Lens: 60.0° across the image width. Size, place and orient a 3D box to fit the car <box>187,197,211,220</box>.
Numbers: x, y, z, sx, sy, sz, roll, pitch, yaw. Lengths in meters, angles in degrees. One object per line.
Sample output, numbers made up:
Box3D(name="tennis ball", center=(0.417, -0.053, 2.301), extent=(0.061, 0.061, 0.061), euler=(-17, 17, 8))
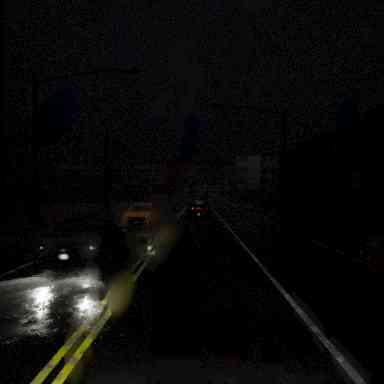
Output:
Box3D(name="car", center=(0.588, 1.481, 27.953), extent=(2.128, 1.511, 4.902), euler=(0, 0, 1))

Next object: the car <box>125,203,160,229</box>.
Box3D(name="car", center=(-3.212, 1.470, 21.779), extent=(1.882, 1.535, 5.008), euler=(0, 0, 1))

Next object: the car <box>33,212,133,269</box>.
Box3D(name="car", center=(-3.422, 1.560, 10.943), extent=(1.994, 1.385, 4.181), euler=(0, 0, 1))

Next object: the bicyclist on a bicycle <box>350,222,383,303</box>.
Box3D(name="bicyclist on a bicycle", center=(4.014, 1.440, 6.735), extent=(1.656, 1.620, 0.582), euler=(-1, 0, 1))
